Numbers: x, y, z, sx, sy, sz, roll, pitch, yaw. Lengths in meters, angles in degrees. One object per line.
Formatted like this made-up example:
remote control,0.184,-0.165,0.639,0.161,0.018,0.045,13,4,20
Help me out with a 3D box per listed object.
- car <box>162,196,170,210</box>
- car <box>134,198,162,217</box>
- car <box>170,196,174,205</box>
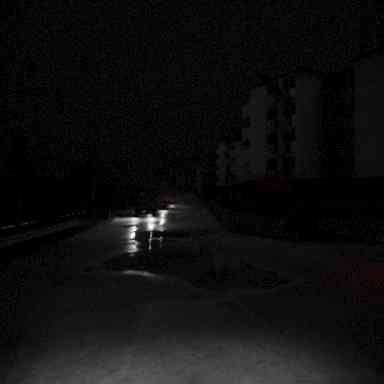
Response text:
car,-4.150,1.460,41.436,1.812,1.442,4.674,0,0,0
car,-4.144,1.455,31.018,1.837,1.490,4.892,0,0,0
car,-4.119,1.386,58.267,1.882,1.535,5.008,0,0,0
